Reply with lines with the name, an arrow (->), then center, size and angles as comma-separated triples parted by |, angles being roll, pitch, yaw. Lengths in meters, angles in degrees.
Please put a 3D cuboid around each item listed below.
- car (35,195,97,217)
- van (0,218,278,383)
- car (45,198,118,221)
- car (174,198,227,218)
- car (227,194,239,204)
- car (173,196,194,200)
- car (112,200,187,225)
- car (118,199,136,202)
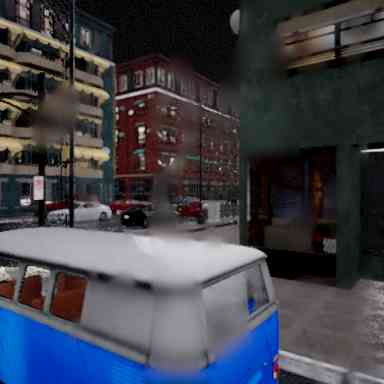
car -> -9.385, 1.174, 25.625 | 2.192, 1.841, 5.009 | 1, 1, 35
van -> -1.077, 1.359, 3.634 | 3.998, 1.788, 1.690 | 0, 0, 36
car -> -7.815, 1.402, 23.380 | 1.812, 1.442, 4.674 | 0, 1, 35
car -> 0.650, 1.373, 25.339 | 1.802, 1.307, 4.206 | 1, 1, 35
car -> 6.625, 1.025, 48.421 | 1.947, 1.339, 4.313 | 1, 1, 35
car -> -0.945, 1.192, 33.159 | 2.128, 1.511, 4.902 | 0, 1, 35
car -> -2.552, 1.437, 20.780 | 1.947, 1.339, 4.313 | 1, 1, 35
car -> -6.184, 1.324, 30.188 | 1.887, 1.381, 4.507 | 1, 1, 35
